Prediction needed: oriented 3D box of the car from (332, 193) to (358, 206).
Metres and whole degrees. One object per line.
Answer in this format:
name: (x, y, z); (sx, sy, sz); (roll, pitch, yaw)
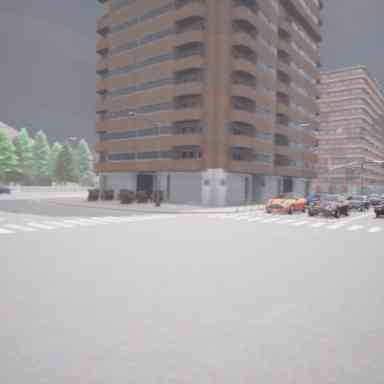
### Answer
car: (20.096, 0.904, 43.462); (1.882, 1.535, 5.008); (2, 2, 38)

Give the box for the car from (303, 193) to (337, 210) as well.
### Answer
car: (13.644, 0.953, 35.223); (1.882, 1.535, 5.008); (2, 2, 38)

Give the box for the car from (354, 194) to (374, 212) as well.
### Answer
car: (16.319, 1.093, 32.968); (1.837, 1.490, 4.892); (2, 2, 38)

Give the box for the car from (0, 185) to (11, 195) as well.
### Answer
car: (-28.555, -0.311, 48.905); (1.812, 1.442, 4.674); (1, 2, 4)

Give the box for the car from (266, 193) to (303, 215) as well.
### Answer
car: (7.979, 0.871, 27.943); (2.097, 1.767, 4.553); (2, 2, 38)

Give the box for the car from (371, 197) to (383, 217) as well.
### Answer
car: (15.775, 1.334, 26.227); (1.895, 1.301, 4.718); (2, 2, 37)

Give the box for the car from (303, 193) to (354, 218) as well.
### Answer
car: (10.573, 0.984, 25.539); (2.097, 1.767, 4.553); (2, 2, 38)

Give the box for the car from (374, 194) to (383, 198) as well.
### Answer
car: (22.534, 1.018, 40.909); (1.882, 1.535, 5.008); (2, 2, 38)
